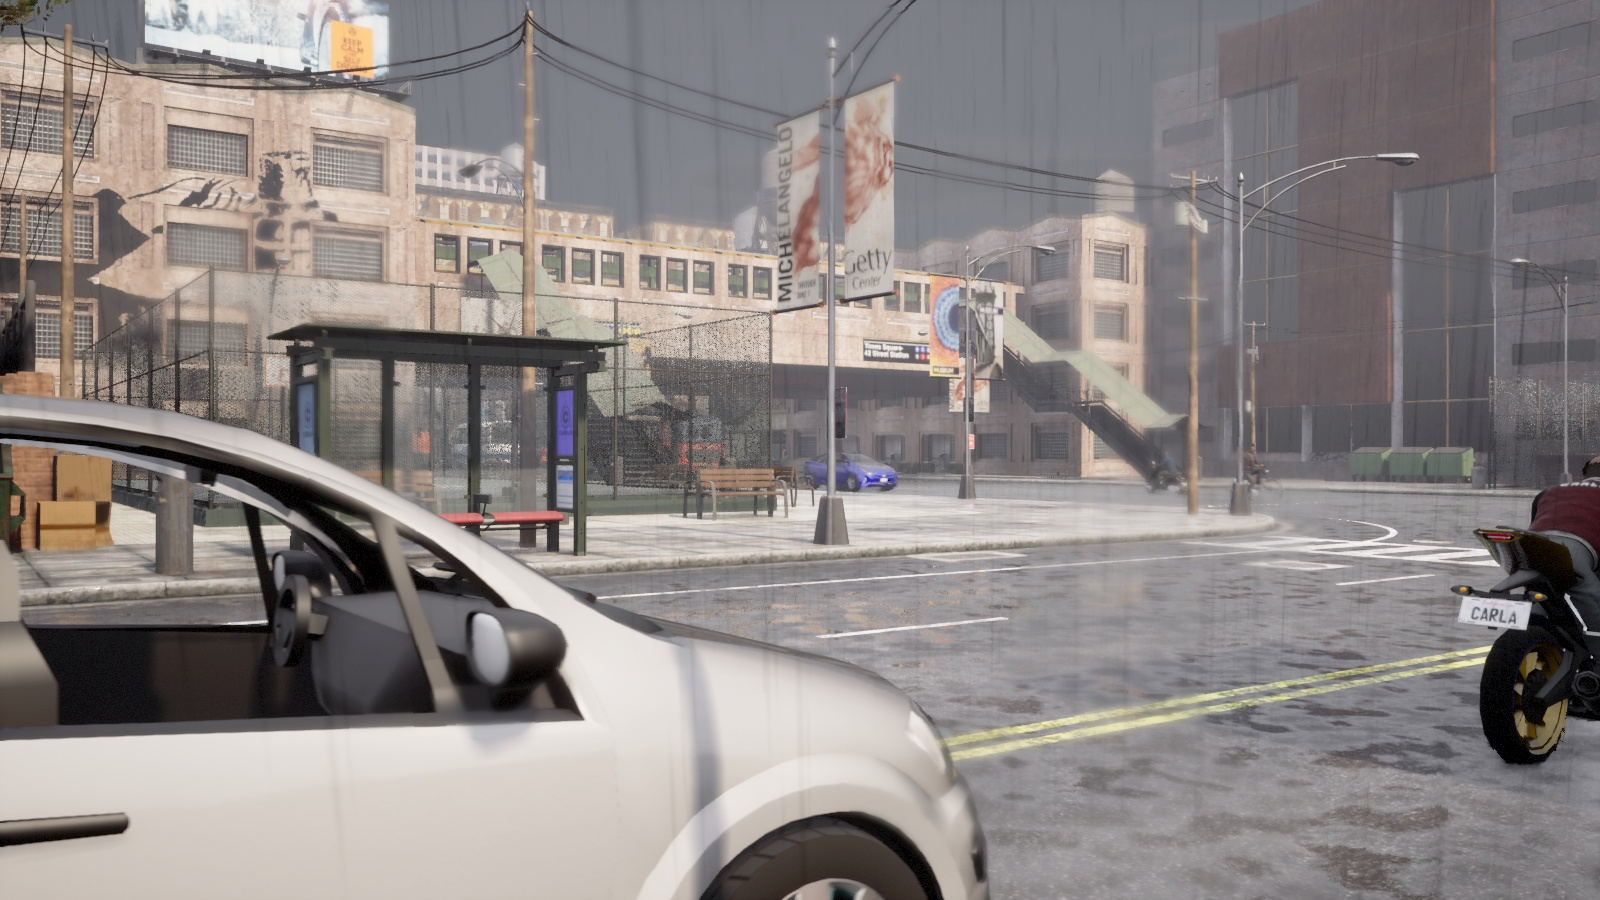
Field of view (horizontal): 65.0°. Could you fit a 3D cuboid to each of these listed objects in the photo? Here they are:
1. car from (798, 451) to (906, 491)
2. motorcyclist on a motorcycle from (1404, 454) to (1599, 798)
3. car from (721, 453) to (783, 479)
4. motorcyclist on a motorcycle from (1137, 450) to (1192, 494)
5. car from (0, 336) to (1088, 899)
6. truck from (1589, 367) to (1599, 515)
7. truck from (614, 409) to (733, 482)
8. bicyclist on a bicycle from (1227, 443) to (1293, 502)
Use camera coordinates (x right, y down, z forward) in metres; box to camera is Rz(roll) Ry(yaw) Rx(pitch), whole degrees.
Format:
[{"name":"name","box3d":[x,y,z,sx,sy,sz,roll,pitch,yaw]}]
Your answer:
[{"name":"car","box3d":[2.019,0.810,50.219,2.007,1.525,4.514,0,0,-34]},{"name":"motorcyclist on a motorcycle","box3d":[4.185,0.787,6.582,2.191,1.530,0.866,0,0,-35]},{"name":"car","box3d":[-2.945,0.951,76.236,1.816,1.474,4.193,0,0,-34]},{"name":"motorcyclist on a motorcycle","box3d":[13.354,0.783,46.055,0.866,1.590,1.817,0,0,-34]},{"name":"car","box3d":[-1.475,0.652,2.633,3.988,1.617,1.851,0,0,-35]},{"name":"truck","box3d":[22.053,-0.217,27.152,2.891,3.462,7.936,0,0,-34]},{"name":"truck","box3d":[-7.180,-0.233,69.980,2.891,3.827,8.468,0,0,-34]},{"name":"bicyclist on a bicycle","box3d":[14.153,0.680,38.692,0.659,1.776,1.843,0,0,-34]}]
